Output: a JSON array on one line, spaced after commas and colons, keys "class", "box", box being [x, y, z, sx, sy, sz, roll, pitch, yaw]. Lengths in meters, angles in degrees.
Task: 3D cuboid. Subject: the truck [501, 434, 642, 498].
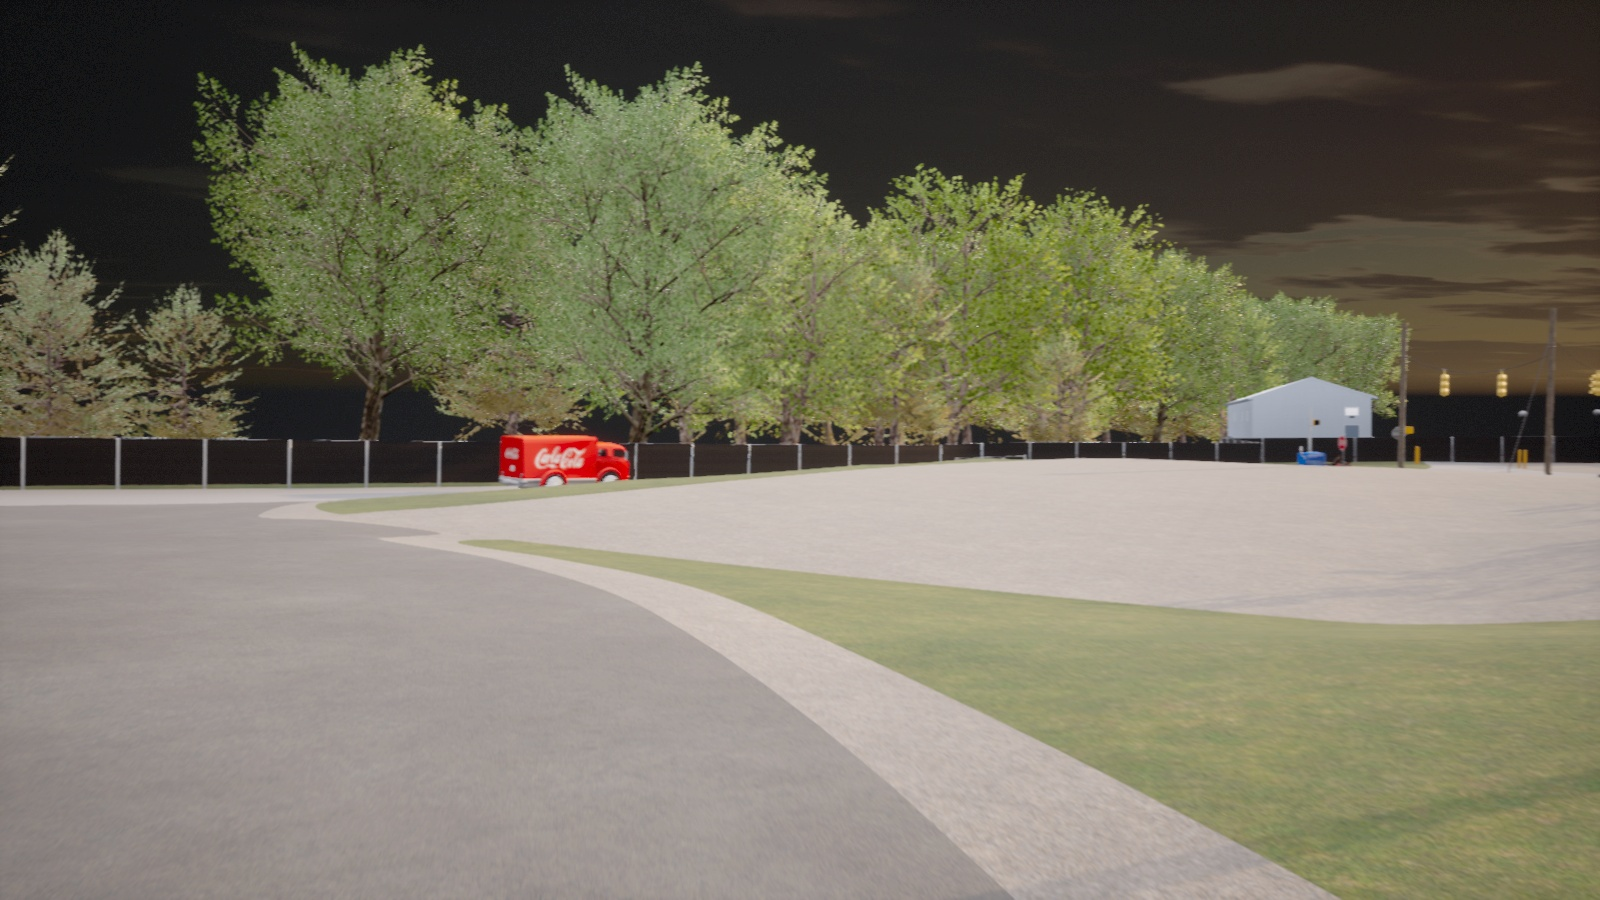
[{"class": "truck", "box": [-9.593, 0.637, 52.853, 5.204, 2.467, 2.627, 0, 2, -37]}]
